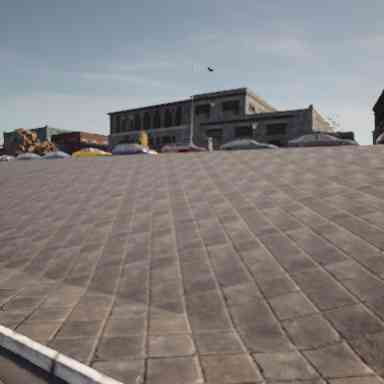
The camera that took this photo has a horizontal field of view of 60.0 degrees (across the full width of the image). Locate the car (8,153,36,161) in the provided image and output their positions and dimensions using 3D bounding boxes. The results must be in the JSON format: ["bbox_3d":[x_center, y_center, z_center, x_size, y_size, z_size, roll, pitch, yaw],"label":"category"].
[{"bbox_3d":[-19.583,-3.961,40.387,4.892,1.521,2.231,1,1,34],"label":"car"}]

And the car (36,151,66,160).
[{"bbox_3d":[-14.936,-3.825,37.359,4.674,1.452,2.002,1,1,33],"label":"car"}]

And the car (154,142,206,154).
[{"bbox_3d":[-0.476,-3.527,28.816,4.792,1.488,2.163,1,1,29],"label":"car"}]

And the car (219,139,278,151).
[{"bbox_3d":[4.388,-3.416,26.209,4.674,1.452,2.002,1,1,28],"label":"car"}]

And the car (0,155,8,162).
[{"bbox_3d":[-24.150,-4.040,43.487,4.892,1.521,2.231,1,0,34],"label":"car"}]

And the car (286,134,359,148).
[{"bbox_3d":[9.220,-3.354,23.752,4.892,1.521,2.231,1,1,27],"label":"car"}]

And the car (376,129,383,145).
[{"bbox_3d":[14.301,-3.358,21.309,4.553,1.767,2.185,1,1,26],"label":"car"}]

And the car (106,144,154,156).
[{"bbox_3d":[-5.469,-3.787,31.615,4.553,1.767,2.185,1,1,31],"label":"car"}]

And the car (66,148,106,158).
[{"bbox_3d":[-10.223,-3.763,34.431,5.008,1.535,2.097,1,1,32],"label":"car"}]
